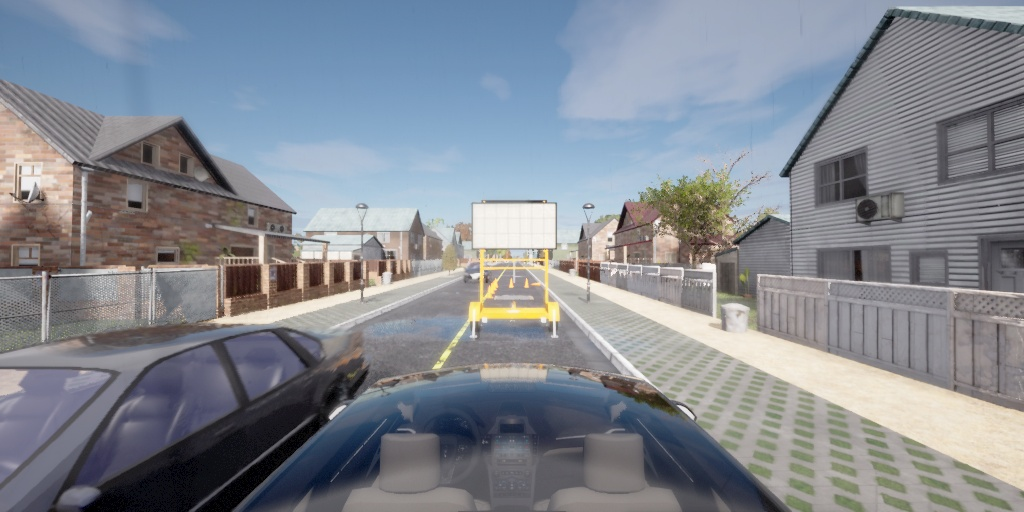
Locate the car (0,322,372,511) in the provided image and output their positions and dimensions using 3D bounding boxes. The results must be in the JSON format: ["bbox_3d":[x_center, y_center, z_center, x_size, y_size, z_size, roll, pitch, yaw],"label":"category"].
[{"bbox_3d":[-2.839,1.298,2.597,2.033,1.411,5.357,0,0,0],"label":"car"}]

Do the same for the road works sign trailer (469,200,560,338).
[{"bbox_3d":[0.065,0.220,10.226,2.380,3.560,2.880,0,0,1],"label":"road works sign trailer"}]

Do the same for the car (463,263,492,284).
[{"bbox_3d":[-2.601,1.276,27.684,2.128,1.511,4.902,0,0,0],"label":"car"}]
